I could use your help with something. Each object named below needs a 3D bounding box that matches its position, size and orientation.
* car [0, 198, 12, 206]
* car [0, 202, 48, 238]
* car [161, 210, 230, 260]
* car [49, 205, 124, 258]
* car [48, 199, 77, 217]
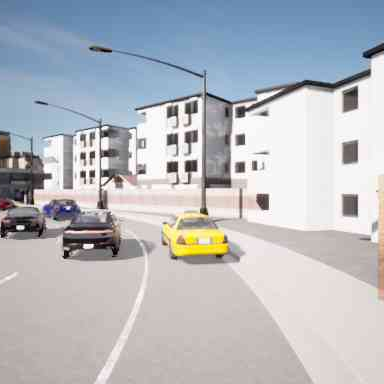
[{"bbox_3d":[-22.265,1.474,38.974,4.674,1.442,1.812,0,0,43],"label":"car"},{"bbox_3d":[-8.883,1.503,17.730,1.812,1.442,4.674,0,0,-21],"label":"car"},{"bbox_3d":[-0.094,1.449,12.504,1.801,1.575,5.366,0,0,-11],"label":"car"},{"bbox_3d":[-3.729,1.479,12.828,2.128,1.511,4.902,0,0,-11],"label":"car"},{"bbox_3d":[-10.860,1.321,27.416,2.097,1.767,4.553,0,0,-37],"label":"car"}]
